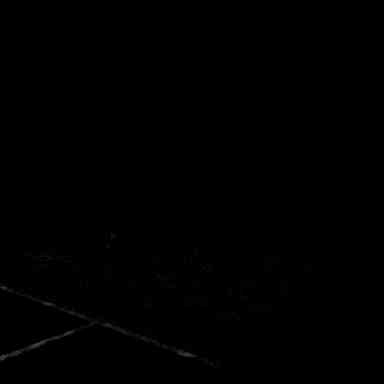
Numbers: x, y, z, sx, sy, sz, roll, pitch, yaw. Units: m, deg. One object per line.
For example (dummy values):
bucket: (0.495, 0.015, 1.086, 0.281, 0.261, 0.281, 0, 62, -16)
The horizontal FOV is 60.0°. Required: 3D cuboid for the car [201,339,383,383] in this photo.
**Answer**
car: (2.005, 1.554, 1.530, 4.507, 1.381, 1.887, 1, 1, 35)
